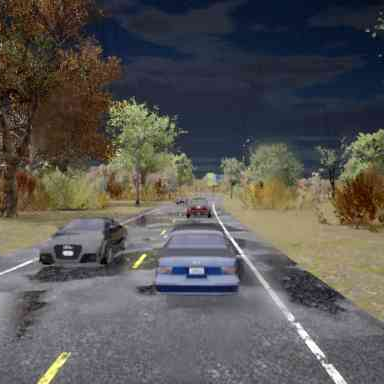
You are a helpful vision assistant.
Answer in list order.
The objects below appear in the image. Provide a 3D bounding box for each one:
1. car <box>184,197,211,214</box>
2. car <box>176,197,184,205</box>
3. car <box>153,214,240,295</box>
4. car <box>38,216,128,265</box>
[{"bbox_3d":[0.653,1.322,30.315,2.097,1.767,4.553,0,0,2],"label":"car"},{"bbox_3d":[-1.549,1.500,57.398,1.994,1.385,4.181,0,0,4],"label":"car"},{"bbox_3d":[0.141,1.541,8.833,2.033,1.411,5.357,0,0,1],"label":"car"},{"bbox_3d":[-3.512,1.554,11.462,1.994,1.385,4.181,0,0,1],"label":"car"}]
